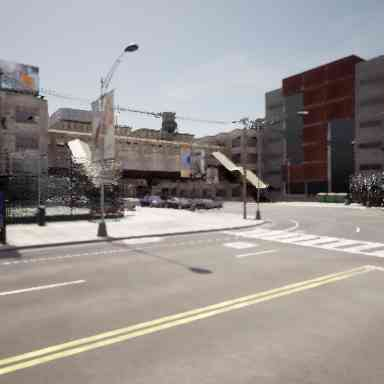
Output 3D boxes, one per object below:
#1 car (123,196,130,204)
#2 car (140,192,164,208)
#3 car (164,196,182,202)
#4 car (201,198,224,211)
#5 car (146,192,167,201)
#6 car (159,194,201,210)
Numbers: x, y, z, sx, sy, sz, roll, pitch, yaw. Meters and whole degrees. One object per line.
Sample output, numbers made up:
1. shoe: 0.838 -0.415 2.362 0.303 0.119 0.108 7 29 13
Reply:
1. car: -11.479 1.406 54.211 2.231 1.521 4.892 0 0 -25
2. car: -5.332 1.279 45.361 2.185 1.767 4.553 0 0 -35
3. car: -4.207 1.459 73.002 1.895 1.301 4.718 0 0 -35
4. car: 1.546 1.488 40.612 2.033 1.411 5.357 0 0 -35
5. car: -8.485 1.094 79.036 2.435 2.045 5.566 0 0 -35
6. car: -1.534 1.403 40.177 2.097 1.535 5.008 0 0 -35
